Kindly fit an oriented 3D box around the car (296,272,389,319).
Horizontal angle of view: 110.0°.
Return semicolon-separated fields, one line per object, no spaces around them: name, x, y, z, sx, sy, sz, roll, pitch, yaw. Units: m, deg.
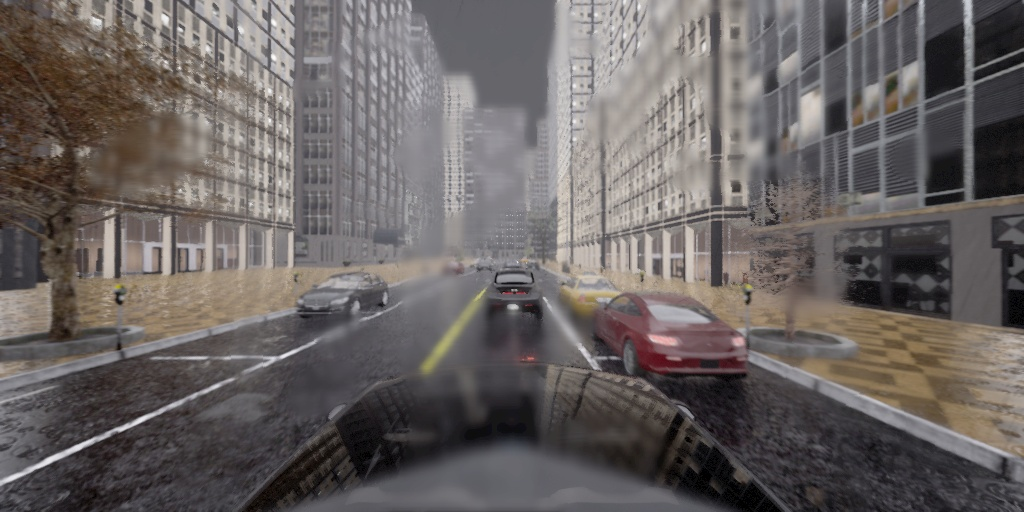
car;-5.692;1.266;12.580;2.007;1.370;4.403;0;0;0

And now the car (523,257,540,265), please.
car;2.682;1.149;46.449;2.007;1.370;4.403;0;0;0

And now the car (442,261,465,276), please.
car;-5.696;1.184;35.151;1.888;1.381;4.507;0;0;0

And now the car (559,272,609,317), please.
car;2.689;1.240;12.771;1.751;1.417;4.829;0;0;0

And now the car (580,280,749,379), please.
car;2.690;1.315;6.959;1.802;1.307;4.207;0;0;0

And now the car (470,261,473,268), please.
car;-5.701;1.084;57.553;1.751;1.417;4.829;0;0;0

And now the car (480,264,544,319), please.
car;0.080;1.221;12.707;1.837;1.490;4.892;0;0;0

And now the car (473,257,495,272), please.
car;-3.100;1.116;42.313;1.837;1.490;4.892;0;1;0

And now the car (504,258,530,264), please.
car;0.079;1.154;28.405;2.128;1.511;4.902;0;0;0
